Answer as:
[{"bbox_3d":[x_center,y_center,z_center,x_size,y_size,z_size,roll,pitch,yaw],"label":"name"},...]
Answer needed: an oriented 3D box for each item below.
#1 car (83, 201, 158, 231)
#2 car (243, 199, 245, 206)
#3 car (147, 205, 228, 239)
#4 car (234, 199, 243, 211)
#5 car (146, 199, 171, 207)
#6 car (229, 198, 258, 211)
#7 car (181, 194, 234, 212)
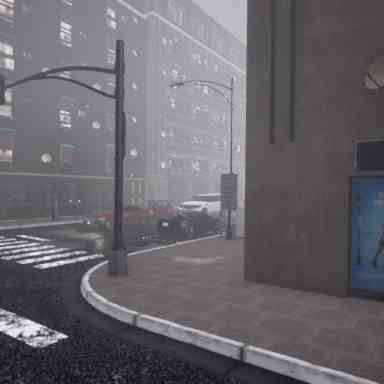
[{"bbox_3d":[-4.530,1.487,20.820,1.812,1.442,4.674,1,1,35],"label":"car"},{"bbox_3d":[7.017,1.289,37.261,2.097,1.767,4.553,1,1,35],"label":"car"},{"bbox_3d":[-0.081,1.599,17.733,1.947,1.339,4.313,1,1,35],"label":"car"},{"bbox_3d":[3.096,1.223,35.979,2.192,1.841,5.009,1,1,35],"label":"car"},{"bbox_3d":[-3.322,1.362,26.830,1.967,1.590,4.097,1,1,35],"label":"car"},{"bbox_3d":[6.302,1.483,40.556,1.802,1.307,4.206,1,1,35],"label":"car"},{"bbox_3d":[1.144,1.171,28.905,2.150,2.045,5.566,1,1,35],"label":"car"}]
